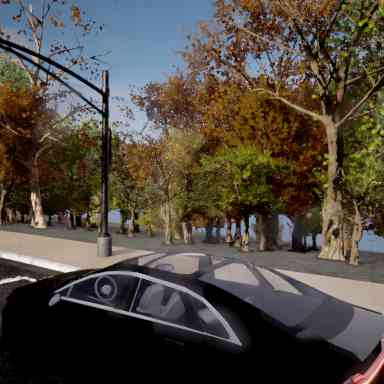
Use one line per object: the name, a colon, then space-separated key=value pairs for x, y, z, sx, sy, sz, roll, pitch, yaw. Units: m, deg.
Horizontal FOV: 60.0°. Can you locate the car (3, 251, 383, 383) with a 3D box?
car: x=-0.395 y=1.491 z=3.974 sx=4.902 sy=1.511 sz=2.128 roll=0 pitch=0 yaw=36
